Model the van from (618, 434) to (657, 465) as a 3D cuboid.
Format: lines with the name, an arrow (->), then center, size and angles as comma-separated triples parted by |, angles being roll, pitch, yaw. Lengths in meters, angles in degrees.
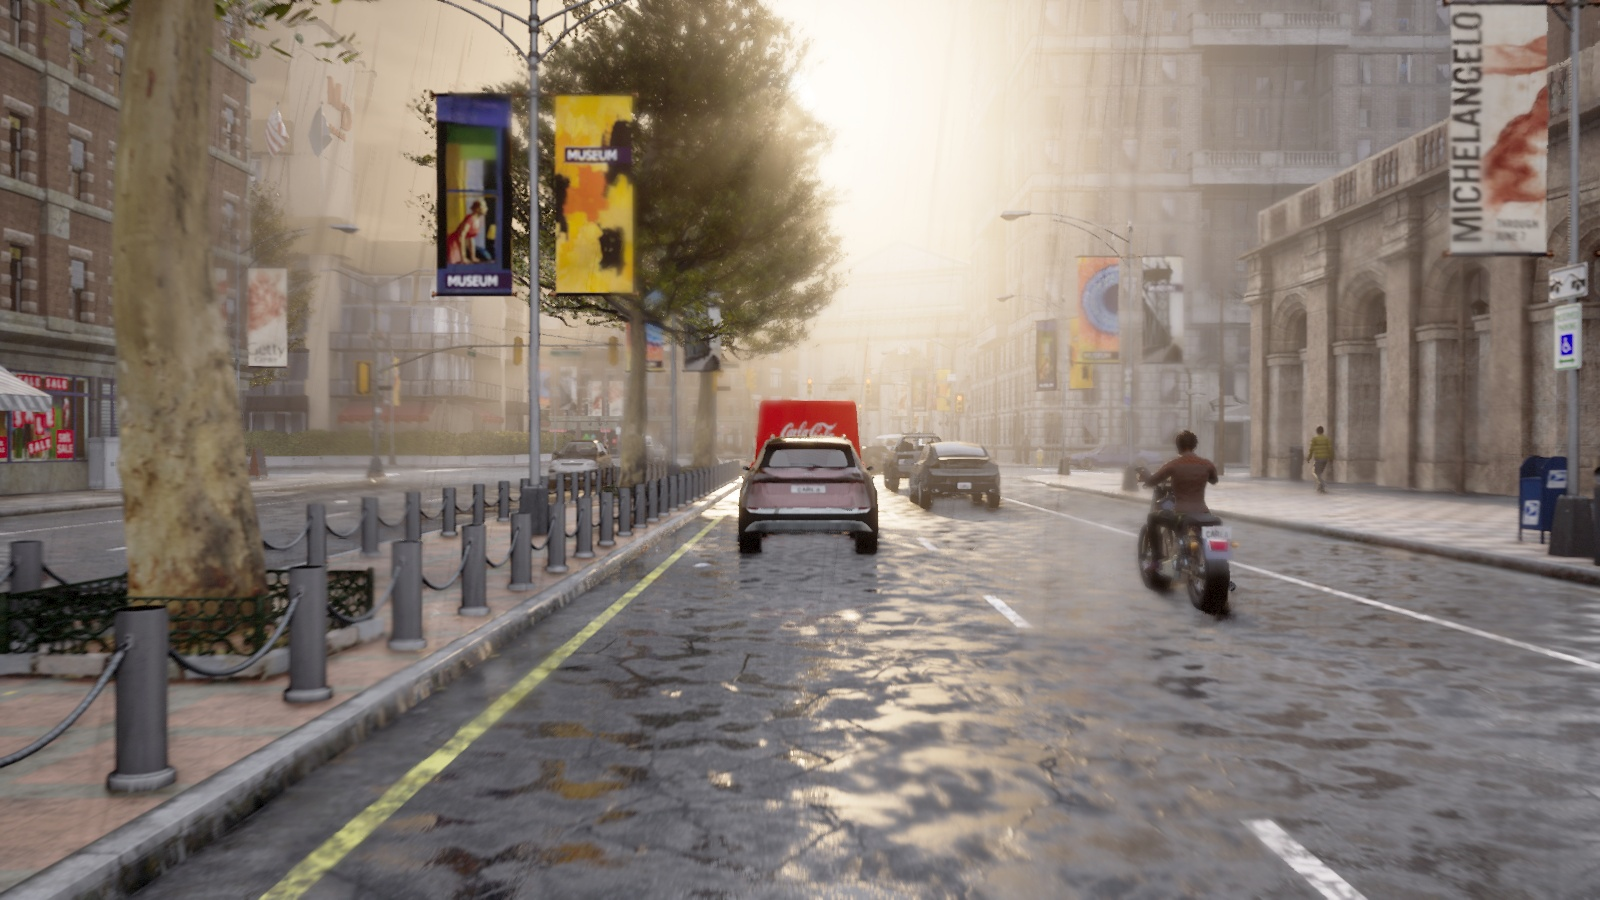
van -> -10.969, -0.018, 85.072 | 2.069, 2.038, 4.480 | 0, 0, 0

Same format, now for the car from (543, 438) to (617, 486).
car -> -7.732, 0.388, 44.462 | 1.851, 1.617, 3.988 | 0, 0, 1

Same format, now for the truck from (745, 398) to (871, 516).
truck -> 0.181, 0.105, 28.878 | 2.627, 2.467, 5.204 | 0, 1, 0

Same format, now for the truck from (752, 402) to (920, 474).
truck -> 1.814, -0.589, 62.975 | 7.936, 3.462, 2.891 | 0, 0, -20

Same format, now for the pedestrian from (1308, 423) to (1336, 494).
pedestrian -> 13.730, 0.228, 33.024 | 0.431, 1.840, 0.709 | 0, 0, 0

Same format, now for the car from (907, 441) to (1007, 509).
car -> 3.688, 0.580, 30.357 | 1.837, 1.490, 4.892 | 0, -1, 0

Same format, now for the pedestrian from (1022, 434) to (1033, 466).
pedestrian -> 13.839, -0.017, 76.494 | 0.423, 1.949, 0.788 | 0, 0, -7

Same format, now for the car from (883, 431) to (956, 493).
car -> 3.742, 0.340, 40.140 | 1.932, 1.855, 4.605 | 0, 0, 0

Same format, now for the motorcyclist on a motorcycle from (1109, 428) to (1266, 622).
motorcyclist on a motorcycle -> 3.583, 0.633, 11.856 | 0.766, 1.649, 2.350 | 0, 0, 0

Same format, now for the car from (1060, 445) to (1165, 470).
car -> 17.369, 0.413, 70.046 | 5.357, 1.411, 2.033 | 0, 0, 0

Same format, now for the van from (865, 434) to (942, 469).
van -> 6.180, 0.050, 75.339 | 2.069, 2.038, 4.480 | -1, 1, -40

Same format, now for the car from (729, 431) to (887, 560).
car -> 0.121, 0.572, 18.585 | 2.033, 1.649, 4.856 | 0, 0, 0

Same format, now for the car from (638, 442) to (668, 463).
car -> -10.954, 0.189, 93.519 | 1.789, 1.549, 3.705 | 0, 0, 0
